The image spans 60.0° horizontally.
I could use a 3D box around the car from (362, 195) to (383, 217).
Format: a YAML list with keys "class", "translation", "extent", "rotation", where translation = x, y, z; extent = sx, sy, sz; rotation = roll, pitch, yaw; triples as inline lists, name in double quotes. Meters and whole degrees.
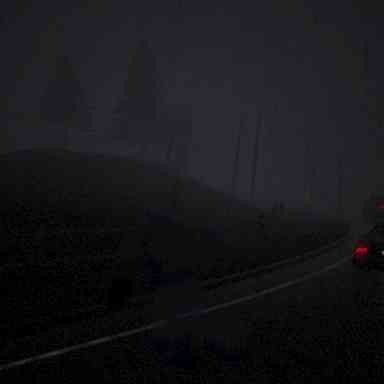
- class: "car"
  translation: [14.338, 1.241, 24.872]
  extent: [2.150, 2.045, 5.566]
  rotation: [0, 0, 17]

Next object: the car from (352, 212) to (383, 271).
- class: "car"
  translation: [6.463, 1.555, 10.072]
  extent: [2.033, 1.411, 5.357]
  rotation: [0, 0, 41]
